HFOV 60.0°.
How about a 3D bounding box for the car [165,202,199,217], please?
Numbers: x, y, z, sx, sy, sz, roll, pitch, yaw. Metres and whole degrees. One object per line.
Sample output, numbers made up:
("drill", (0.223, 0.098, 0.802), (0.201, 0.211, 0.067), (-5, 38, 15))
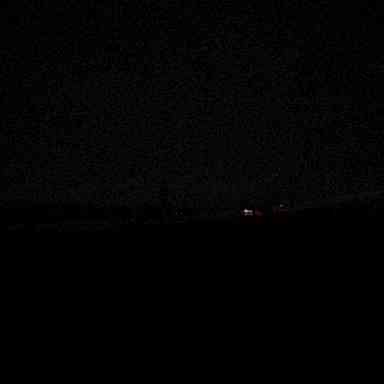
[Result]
("car", (-1.182, 2.022, 39.758), (2.097, 1.767, 4.553), (-1, -2, 36))

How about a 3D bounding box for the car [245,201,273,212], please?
("car", (10.397, 2.145, 49.589), (2.128, 1.511, 4.902), (-1, -1, 36))

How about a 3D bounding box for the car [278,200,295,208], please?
("car", (16.437, 2.109, 58.036), (1.812, 1.442, 4.674), (-1, 0, 36))
